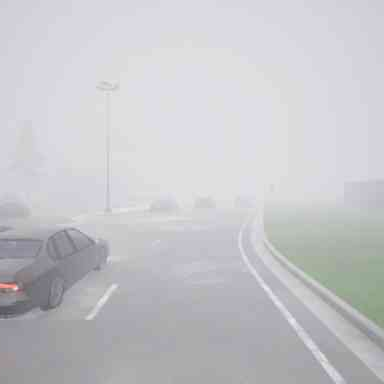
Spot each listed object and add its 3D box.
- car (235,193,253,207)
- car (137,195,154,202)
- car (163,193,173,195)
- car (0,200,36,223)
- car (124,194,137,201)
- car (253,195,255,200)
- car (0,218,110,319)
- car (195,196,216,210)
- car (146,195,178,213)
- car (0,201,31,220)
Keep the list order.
[{"bbox_3d":[6.785,1.204,44.849,2.033,1.411,5.357,0,0,12],"label":"car"},{"bbox_3d":[-8.273,1.148,63.227,1.895,1.301,4.718,0,0,13],"label":"car"},{"bbox_3d":[-4.680,1.040,63.306,1.837,1.490,4.892,0,0,13],"label":"car"},{"bbox_3d":[-13.540,1.369,23.654,1.812,1.442,4.674,0,0,14],"label":"car"},{"bbox_3d":[-11.598,1.111,64.383,1.994,1.385,4.181,0,0,13],"label":"car"},{"bbox_3d":[12.225,0.999,70.296,2.033,1.411,5.357,0,0,12],"label":"car"},{"bbox_3d":[-3.410,1.495,7.600,2.033,1.411,5.357,0,0,1],"label":"car"},{"bbox_3d":[1.551,1.225,37.245,1.837,1.490,4.892,0,0,12],"label":"car"},{"bbox_3d":[-2.751,1.315,33.881,1.994,1.385,4.181,0,0,12],"label":"car"},{"bbox_3d":[-6.798,1.292,9.255,2.097,1.767,4.553,0,0,3],"label":"car"}]
